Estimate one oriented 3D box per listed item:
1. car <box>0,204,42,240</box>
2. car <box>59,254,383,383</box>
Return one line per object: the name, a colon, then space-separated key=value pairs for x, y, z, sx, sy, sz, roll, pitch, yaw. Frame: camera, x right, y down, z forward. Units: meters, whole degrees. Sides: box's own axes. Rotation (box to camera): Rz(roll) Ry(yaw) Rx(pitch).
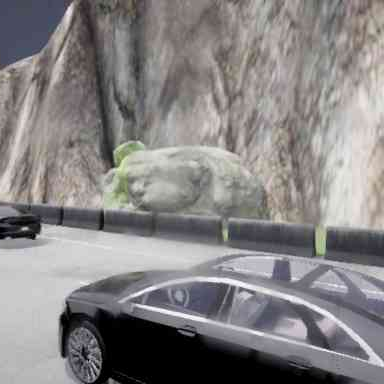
car: x=-8.561 y=1.260 z=14.502 sx=5.008 sy=1.535 sz=1.882 roll=1 pitch=1 yaw=36
car: x=0.506 y=1.471 z=3.638 sx=4.902 sy=1.511 sz=2.128 roll=1 pitch=0 yaw=36
